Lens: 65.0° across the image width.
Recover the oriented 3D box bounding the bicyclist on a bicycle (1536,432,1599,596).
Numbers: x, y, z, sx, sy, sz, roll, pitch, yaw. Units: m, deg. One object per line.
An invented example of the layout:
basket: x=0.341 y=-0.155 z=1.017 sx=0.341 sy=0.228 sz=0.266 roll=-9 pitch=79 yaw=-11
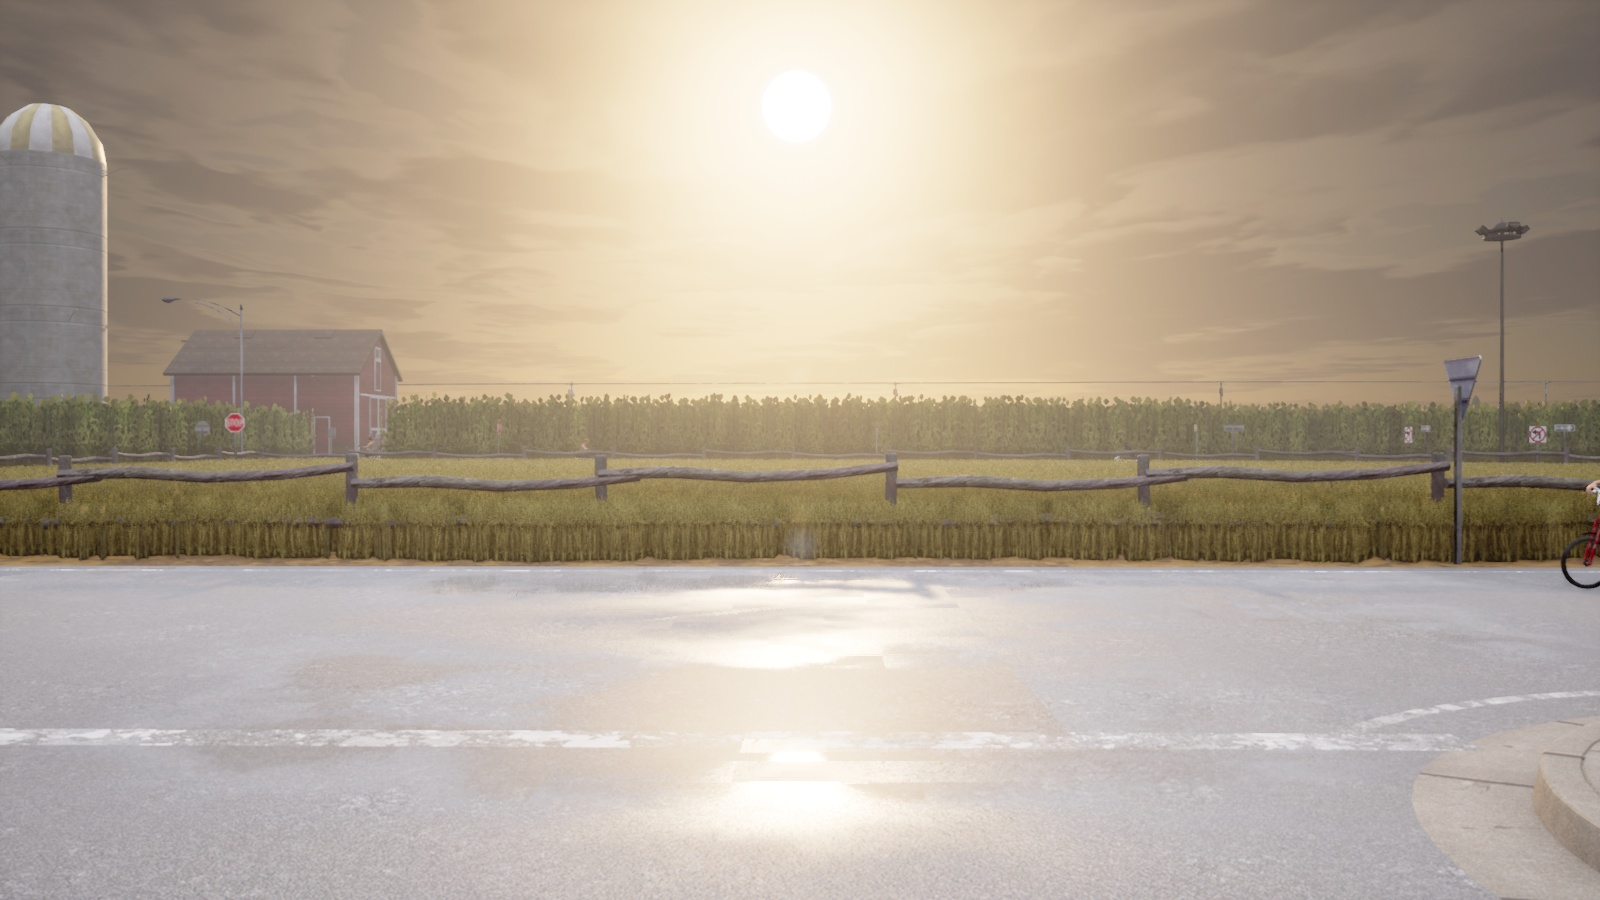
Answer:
bicyclist on a bicycle: x=8.494 y=0.625 z=12.768 sx=1.509 sy=1.612 sz=0.866 roll=0 pitch=0 yaw=1
